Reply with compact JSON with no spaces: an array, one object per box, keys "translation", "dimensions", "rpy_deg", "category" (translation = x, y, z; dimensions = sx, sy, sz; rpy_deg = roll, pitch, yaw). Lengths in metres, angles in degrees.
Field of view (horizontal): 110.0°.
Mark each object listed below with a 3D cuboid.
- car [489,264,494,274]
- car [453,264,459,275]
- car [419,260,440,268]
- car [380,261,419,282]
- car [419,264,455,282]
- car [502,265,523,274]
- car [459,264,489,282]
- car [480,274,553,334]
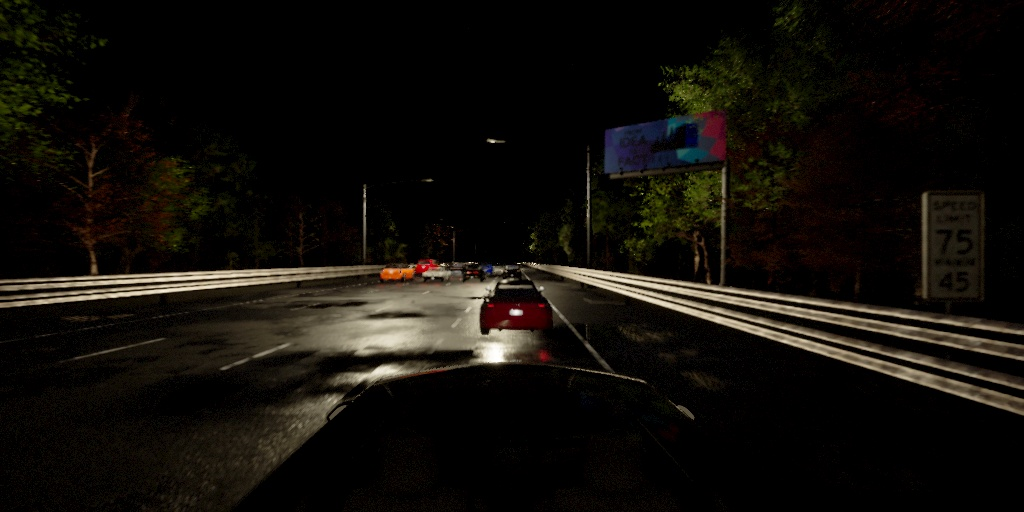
[{"translation":[-3.441,1.778,48.106],"dimensions":[1.882,1.535,5.008],"rpy_deg":[0,-1,1],"category":"car"},{"translation":[-6.950,1.779,47.190],"dimensions":[2.128,1.511,4.902],"rpy_deg":[0,-1,1],"category":"car"},{"translation":[-10.471,1.485,45.269],"dimensions":[2.150,2.045,5.566],"rpy_deg":[0,0,0],"category":"car"},{"translation":[-10.490,1.464,33.302],"dimensions":[2.097,1.767,4.553],"rpy_deg":[0,-1,0],"category":"car"},{"translation":[-6.986,1.720,33.842],"dimensions":[1.895,1.301,4.718],"rpy_deg":[0,-1,0],"category":"car"},{"translation":[0.035,1.638,35.702],"dimensions":[2.128,1.511,4.902],"rpy_deg":[0,-1,0],"category":"car"},{"translation":[-3.483,1.627,33.820],"dimensions":[1.837,1.490,4.892],"rpy_deg":[0,0,0],"category":"car"},{"translation":[0.104,1.422,11.089],"dimensions":[1.994,1.385,4.181],"rpy_deg":[0,-1,0],"category":"car"}]
